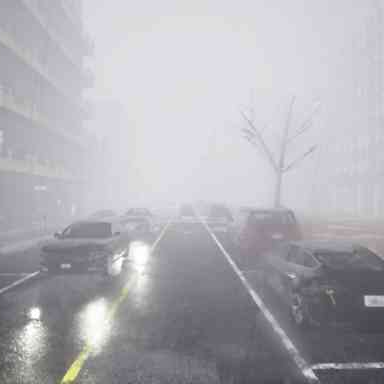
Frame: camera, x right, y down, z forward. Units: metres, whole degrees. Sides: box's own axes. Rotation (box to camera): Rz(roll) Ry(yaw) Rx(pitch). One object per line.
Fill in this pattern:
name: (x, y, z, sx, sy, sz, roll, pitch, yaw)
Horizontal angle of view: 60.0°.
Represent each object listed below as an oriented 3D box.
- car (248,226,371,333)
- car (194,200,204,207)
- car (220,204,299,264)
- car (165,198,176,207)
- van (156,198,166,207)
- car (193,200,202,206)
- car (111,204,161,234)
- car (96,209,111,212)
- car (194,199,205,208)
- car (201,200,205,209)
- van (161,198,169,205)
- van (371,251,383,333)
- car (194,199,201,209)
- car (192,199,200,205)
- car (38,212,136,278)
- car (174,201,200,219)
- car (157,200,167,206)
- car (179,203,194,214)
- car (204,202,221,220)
car: (2.613, 1.634, 6.875, 1.947, 1.339, 4.313, 0, -1, -1)
car: (1.415, 2.522, 73.133, 2.008, 1.369, 4.403, 0, -1, -1)
car: (2.512, 1.455, 12.400, 2.192, 1.841, 5.009, 0, -1, -1)
car: (-4.279, 2.532, 73.108, 1.994, 1.385, 4.181, 0, -1, -1)
van: (-6.966, 2.376, 72.985, 1.690, 1.788, 3.998, 0, -1, -1)
car: (1.315, 2.601, 78.655, 2.008, 1.369, 4.403, 0, -1, -1)
car: (-3.433, 1.795, 21.309, 2.128, 1.511, 4.902, 0, -1, -1)
car: (-6.066, 1.895, 23.288, 1.887, 1.381, 4.507, 0, -1, -1)
car: (1.514, 2.332, 67.613, 1.967, 1.590, 4.097, 0, -1, -1)
car: (2.452, 1.986, 40.353, 1.882, 1.535, 5.008, 0, -1, -1)
van: (-7.265, 2.615, 89.548, 1.690, 1.788, 3.998, 0, -1, -1)
van: (2.712, 1.339, 1.357, 1.690, 1.788, 3.998, 0, -1, -1)
car: (1.714, 2.301, 56.569, 1.947, 1.339, 4.313, 0, -1, -1)
car: (1.115, 2.649, 89.698, 1.967, 1.590, 4.097, 0, -1, -1)
car: (-3.256, 1.645, 10.961, 1.882, 1.535, 5.008, 0, -1, -1)
car: (-0.515, 2.005, 34.763, 2.033, 1.411, 5.357, 0, -1, -1)
car: (-7.064, 2.659, 78.503, 1.887, 1.381, 4.507, 0, -1, -1)
car: (-0.743, 2.211, 46.059, 1.895, 1.301, 4.718, 0, -1, -1)
car: (2.579, 1.892, 33.355, 1.882, 1.535, 5.008, 0, -1, -1)
